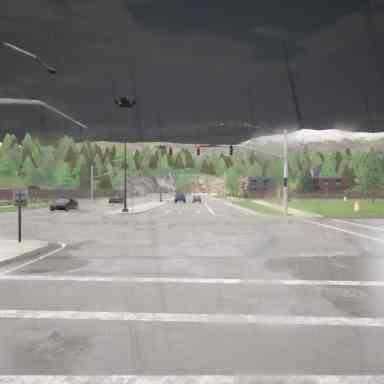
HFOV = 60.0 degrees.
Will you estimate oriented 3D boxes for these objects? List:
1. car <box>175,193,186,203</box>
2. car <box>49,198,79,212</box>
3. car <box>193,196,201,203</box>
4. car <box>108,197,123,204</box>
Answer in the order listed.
[{"bbox_3d":[-2.469,1.223,70.442,2.150,2.045,5.566,0,0,1],"label":"car"},{"bbox_3d":[-14.617,1.478,38.297,1.882,1.535,5.008,0,0,1],"label":"car"},{"bbox_3d":[1.043,1.546,69.931,2.033,1.411,5.357,0,0,1],"label":"car"},{"bbox_3d":[-14.190,1.548,62.183,2.033,1.411,5.357,0,0,1],"label":"car"}]
